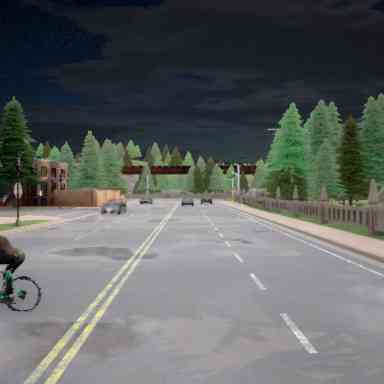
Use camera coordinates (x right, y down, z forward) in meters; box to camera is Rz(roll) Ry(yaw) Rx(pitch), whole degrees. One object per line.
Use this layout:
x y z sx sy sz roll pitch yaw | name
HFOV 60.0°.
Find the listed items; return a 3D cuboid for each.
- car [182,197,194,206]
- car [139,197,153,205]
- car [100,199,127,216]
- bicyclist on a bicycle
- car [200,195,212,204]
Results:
-0.719 1.564 56.149 1.994 1.385 4.181 0 0 -1 | car
-7.923 1.564 57.715 1.994 1.385 4.181 0 0 -1 | car
-7.570 1.491 32.603 2.128 1.511 4.902 0 0 -1 | car
-3.637 1.453 6.180 1.656 1.620 0.582 -1 0 -1 | bicyclist on a bicycle
2.680 1.352 62.983 2.097 1.767 4.553 0 0 -1 | car
